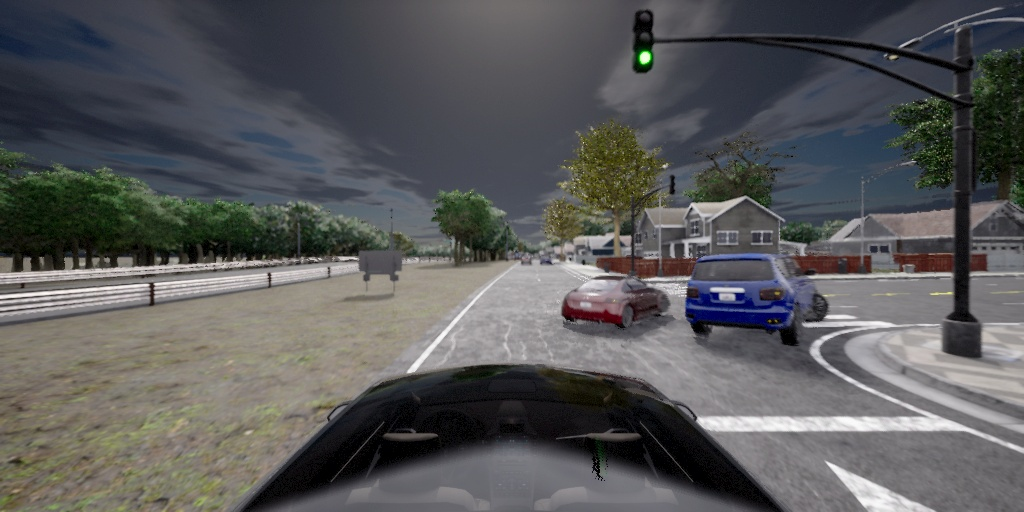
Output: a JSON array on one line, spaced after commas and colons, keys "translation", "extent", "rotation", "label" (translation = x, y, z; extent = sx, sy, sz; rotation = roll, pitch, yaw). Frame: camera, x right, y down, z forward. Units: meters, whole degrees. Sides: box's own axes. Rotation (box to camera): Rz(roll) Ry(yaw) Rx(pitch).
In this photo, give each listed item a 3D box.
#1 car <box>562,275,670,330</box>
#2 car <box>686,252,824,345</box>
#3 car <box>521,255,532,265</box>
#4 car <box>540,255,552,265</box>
[{"translation": [3.385, 1.311, 11.372], "extent": [1.994, 1.385, 4.181], "rotation": [0, 0, 42], "label": "car"}, {"translation": [6.643, 0.948, 9.758], "extent": [5.566, 2.045, 2.150], "rotation": [-1, -2, -45], "label": "car"}, {"translation": [2.592, 0.820, 64.628], "extent": [2.128, 1.511, 4.902], "rotation": [0, 1, 4], "label": "car"}, {"translation": [6.109, 0.677, 64.795], "extent": [2.097, 1.767, 4.553], "rotation": [0, 1, 4], "label": "car"}]
